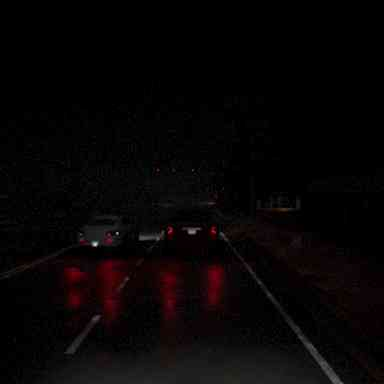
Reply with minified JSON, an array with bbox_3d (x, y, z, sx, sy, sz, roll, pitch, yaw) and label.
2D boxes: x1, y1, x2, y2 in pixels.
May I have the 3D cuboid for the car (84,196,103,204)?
[{"bbox_3d":[-24.971,1.968,83.098,3.866,1.878,1.905,0,-1,0],"label":"car"}]

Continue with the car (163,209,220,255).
[{"bbox_3d":[-0.004,1.488,14.075,2.097,1.767,4.553,0,-1,0],"label":"car"}]

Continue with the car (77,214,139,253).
[{"bbox_3d":[-3.502,1.667,14.361,1.812,1.442,4.674,0,0,0],"label":"car"}]

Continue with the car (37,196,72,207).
[{"bbox_3d":[-24.994,1.746,60.581,4.605,1.855,1.932,0,-1,0],"label":"car"}]

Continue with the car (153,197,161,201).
[{"bbox_3d":[-9.841,2.168,94.572,1.882,1.535,5.008,0,-1,1],"label":"car"}]

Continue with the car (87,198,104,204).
[{"bbox_3d":[-24.960,2.235,85.991,3.806,1.475,1.970,0,-1,0],"label":"car"}]

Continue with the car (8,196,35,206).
[{"bbox_3d":[-42.492,1.966,83.081,4.605,1.855,1.932,0,-1,0],"label":"car"}]
